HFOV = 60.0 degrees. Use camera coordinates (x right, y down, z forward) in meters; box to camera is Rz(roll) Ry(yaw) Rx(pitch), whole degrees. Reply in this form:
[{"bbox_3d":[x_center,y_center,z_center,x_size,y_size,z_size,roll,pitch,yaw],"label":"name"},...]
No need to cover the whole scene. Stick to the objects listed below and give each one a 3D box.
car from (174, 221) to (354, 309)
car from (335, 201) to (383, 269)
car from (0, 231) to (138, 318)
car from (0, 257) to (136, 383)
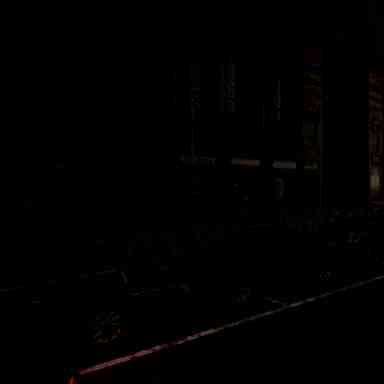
[{"bbox_3d":[1.633,1.529,7.808,4.313,1.339,1.947,0,0,-35],"label":"car"},{"bbox_3d":[6.194,1.243,11.058,5.009,1.841,2.192,0,0,-35],"label":"car"},{"bbox_3d":[-2.928,1.439,4.556,4.097,1.590,1.967,0,0,-35],"label":"car"},{"bbox_3d":[-2.919,1.503,1.297,4.902,1.511,2.128,0,0,-35],"label":"car"}]
